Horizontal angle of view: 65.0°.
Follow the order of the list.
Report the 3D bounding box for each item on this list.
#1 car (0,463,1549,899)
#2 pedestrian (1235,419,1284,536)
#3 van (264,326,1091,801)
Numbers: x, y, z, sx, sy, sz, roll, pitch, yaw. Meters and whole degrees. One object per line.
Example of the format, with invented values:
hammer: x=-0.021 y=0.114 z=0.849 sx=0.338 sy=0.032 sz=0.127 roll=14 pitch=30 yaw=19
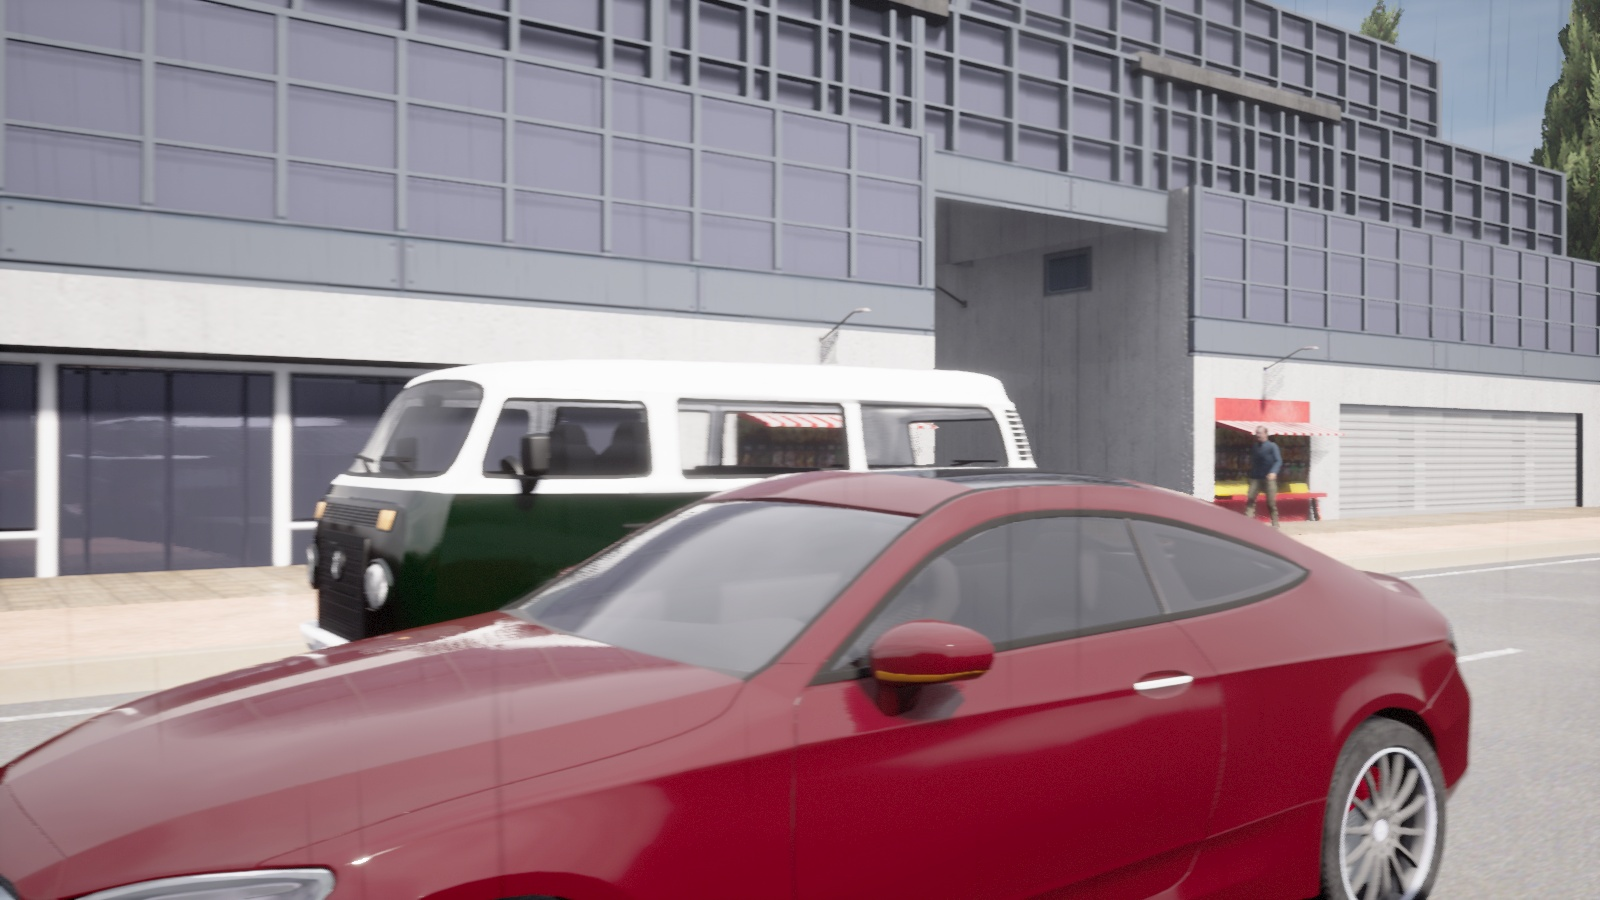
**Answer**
car: x=0.161 y=0.779 z=3.769 sx=4.674 sy=1.442 sz=1.812 roll=0 pitch=0 yaw=-35
pedestrian: x=7.380 y=0.437 z=20.156 sx=0.726 sy=1.842 sz=0.402 roll=0 pitch=0 yaw=-37
van: x=-0.593 y=0.488 z=7.509 sx=4.480 sy=2.038 sz=2.069 roll=0 pitch=0 yaw=-35
